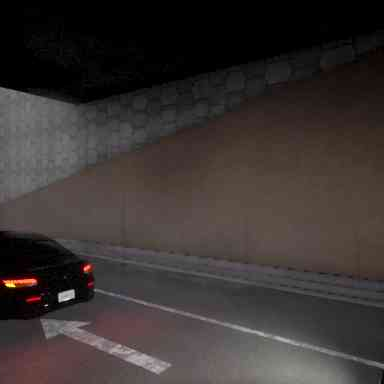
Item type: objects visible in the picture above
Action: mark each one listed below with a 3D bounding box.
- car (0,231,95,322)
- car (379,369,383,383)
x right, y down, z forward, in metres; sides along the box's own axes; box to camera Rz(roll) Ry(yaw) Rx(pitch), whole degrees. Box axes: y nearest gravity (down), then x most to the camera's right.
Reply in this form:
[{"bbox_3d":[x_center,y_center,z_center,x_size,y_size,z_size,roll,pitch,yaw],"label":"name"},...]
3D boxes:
[{"bbox_3d":[-3.918,1.526,6.768,4.674,1.442,1.812,0,0,36],"label":"car"},{"bbox_3d":[3.523,1.505,1.401,4.892,1.490,1.837,0,0,36],"label":"car"}]
